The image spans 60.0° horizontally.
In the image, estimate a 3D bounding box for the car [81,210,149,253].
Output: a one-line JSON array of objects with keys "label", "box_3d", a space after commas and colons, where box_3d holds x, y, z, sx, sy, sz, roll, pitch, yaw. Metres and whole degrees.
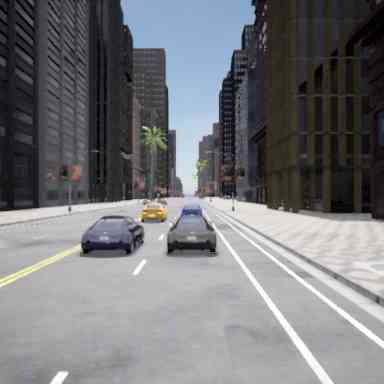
[{"label": "car", "box_3d": [-3.246, 1.700, 14.311, 1.994, 1.385, 4.181, 0, 0, 0]}]

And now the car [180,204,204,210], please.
[{"label": "car", "box_3d": [0.000, 1.757, 29.479, 1.882, 1.535, 5.008, 0, 0, 0]}]

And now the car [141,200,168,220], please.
[{"label": "car", "box_3d": [-3.251, 1.757, 29.448, 1.882, 1.535, 5.008, 0, 0, 0]}]

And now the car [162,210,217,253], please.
[{"label": "car", "box_3d": [0.001, 1.700, 14.317, 1.994, 1.385, 4.181, 0, -1, 0]}]

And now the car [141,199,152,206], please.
[{"label": "car", "box_3d": [-9.768, 2.274, 71.757, 1.895, 1.301, 4.718, 0, -1, 0]}]
